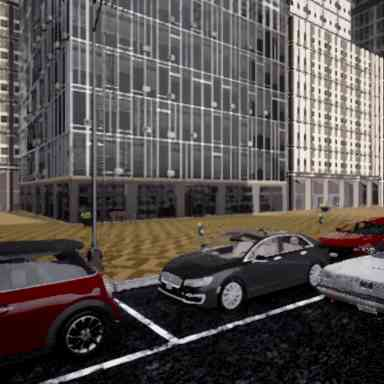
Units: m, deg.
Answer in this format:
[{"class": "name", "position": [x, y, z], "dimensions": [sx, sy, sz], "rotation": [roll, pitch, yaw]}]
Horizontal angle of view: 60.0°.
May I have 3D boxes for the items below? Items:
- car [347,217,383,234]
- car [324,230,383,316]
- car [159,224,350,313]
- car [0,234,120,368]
[{"class": "car", "position": [5.855, 1.521, 10.743], "dimensions": [4.507, 1.381, 1.887], "rotation": [0, 0, -36]}, {"class": "car", "position": [4.627, 1.584, 6.684], "dimensions": [4.718, 1.301, 1.895], "rotation": [0, 0, -36]}, {"class": "car", "position": [1.352, 1.539, 7.528], "dimensions": [4.403, 1.369, 2.008], "rotation": [0, 0, -36]}, {"class": "car", "position": [-3.150, 1.440, 4.314], "dimensions": [4.097, 1.590, 1.967], "rotation": [0, 0, -36]}]
